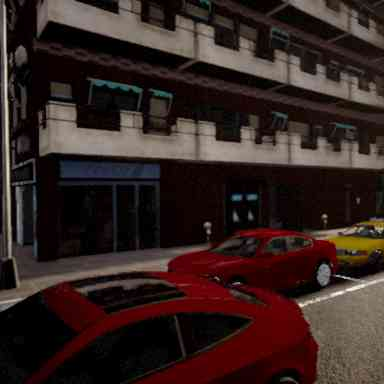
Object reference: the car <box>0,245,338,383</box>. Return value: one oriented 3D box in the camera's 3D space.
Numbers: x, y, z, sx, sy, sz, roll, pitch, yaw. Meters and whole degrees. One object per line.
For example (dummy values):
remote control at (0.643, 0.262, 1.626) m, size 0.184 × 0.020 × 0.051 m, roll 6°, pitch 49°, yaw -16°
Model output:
car at (-0.835, 1.528, 2.771) m, size 4.674 × 1.442 × 1.812 m, roll 0°, pitch 0°, yaw -35°

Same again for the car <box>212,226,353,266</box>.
car at (1.521, 1.558, 7.658) m, size 4.507 × 1.381 × 1.887 m, roll 0°, pitch -1°, yaw -35°

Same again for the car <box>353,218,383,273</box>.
car at (5.881, 1.550, 10.767) m, size 4.829 × 1.417 × 1.752 m, roll 0°, pitch -1°, yaw -35°
